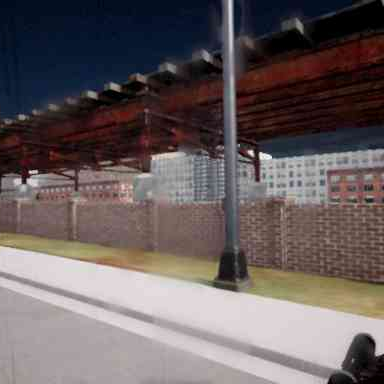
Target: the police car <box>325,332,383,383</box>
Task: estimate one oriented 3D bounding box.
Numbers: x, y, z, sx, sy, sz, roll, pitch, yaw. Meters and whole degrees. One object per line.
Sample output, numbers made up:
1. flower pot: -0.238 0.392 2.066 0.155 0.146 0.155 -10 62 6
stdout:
1. police car: 3.254 1.448 1.288 5.238 1.638 1.930 -1 -1 37
